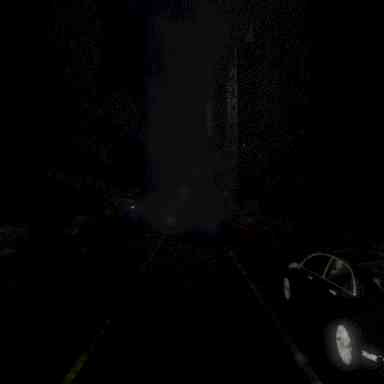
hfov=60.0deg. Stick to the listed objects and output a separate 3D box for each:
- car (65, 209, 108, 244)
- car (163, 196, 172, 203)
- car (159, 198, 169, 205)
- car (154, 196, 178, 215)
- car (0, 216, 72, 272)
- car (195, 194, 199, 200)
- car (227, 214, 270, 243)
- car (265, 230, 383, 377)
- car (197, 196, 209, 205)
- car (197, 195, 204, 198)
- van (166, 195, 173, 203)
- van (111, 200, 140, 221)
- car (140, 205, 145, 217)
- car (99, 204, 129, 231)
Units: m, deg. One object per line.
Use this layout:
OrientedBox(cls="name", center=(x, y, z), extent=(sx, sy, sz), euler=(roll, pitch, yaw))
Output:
OrientedBox(cls="car", center=(-5.765, 1.733, 16.649), extent=(1.802, 1.307, 4.206), euler=(0, 0, 0))
OrientedBox(cls="car", center=(-5.907, 1.899, 81.806), extent=(1.967, 1.590, 4.097), euler=(0, 0, 0))
OrientedBox(cls="car", center=(-5.811, 2.008, 70.517), extent=(1.802, 1.307, 4.206), euler=(0, 0, 0))
OrientedBox(cls="car", center=(-3.022, 1.628, 37.617), extent=(2.097, 1.767, 4.553), euler=(0, 0, 0))
OrientedBox(cls="car", center=(-5.766, 1.690, 11.098), extent=(1.802, 1.307, 4.206), euler=(0, -1, 0))
OrientedBox(cls="car", center=(2.570, 1.789, 87.521), extent=(2.192, 1.841, 5.009), euler=(0, 0, 0))
OrientedBox(cls="car", center=(2.762, 1.733, 16.645), extent=(1.802, 1.307, 4.206), euler=(0, 0, 0))
OrientedBox(cls="car", center=(2.760, 1.608, 5.540), extent=(2.008, 1.369, 4.403), euler=(0, -1, 0))
OrientedBox(cls="car", center=(2.714, 1.992, 70.589), extent=(1.947, 1.339, 4.313), euler=(0, 0, 0))
OrientedBox(cls="car", center=(2.666, 1.988, 76.233), extent=(1.887, 1.381, 4.507), euler=(0, 0, 0))
OrientedBox(cls="van", center=(-5.955, 1.814, 87.451), extent=(1.690, 1.788, 3.998), euler=(0, 0, 0))
OrientedBox(cls="van", center=(-5.763, 1.560, 27.757), extent=(1.690, 1.788, 3.998), euler=(0, 0, 0))
OrientedBox(cls="car", center=(-5.764, 1.833, 33.307), extent=(1.802, 1.307, 4.206), euler=(0, 0, 0))
OrientedBox(cls="car", center=(-5.764, 1.732, 22.205), extent=(1.887, 1.381, 4.507), euler=(0, 0, 0))
